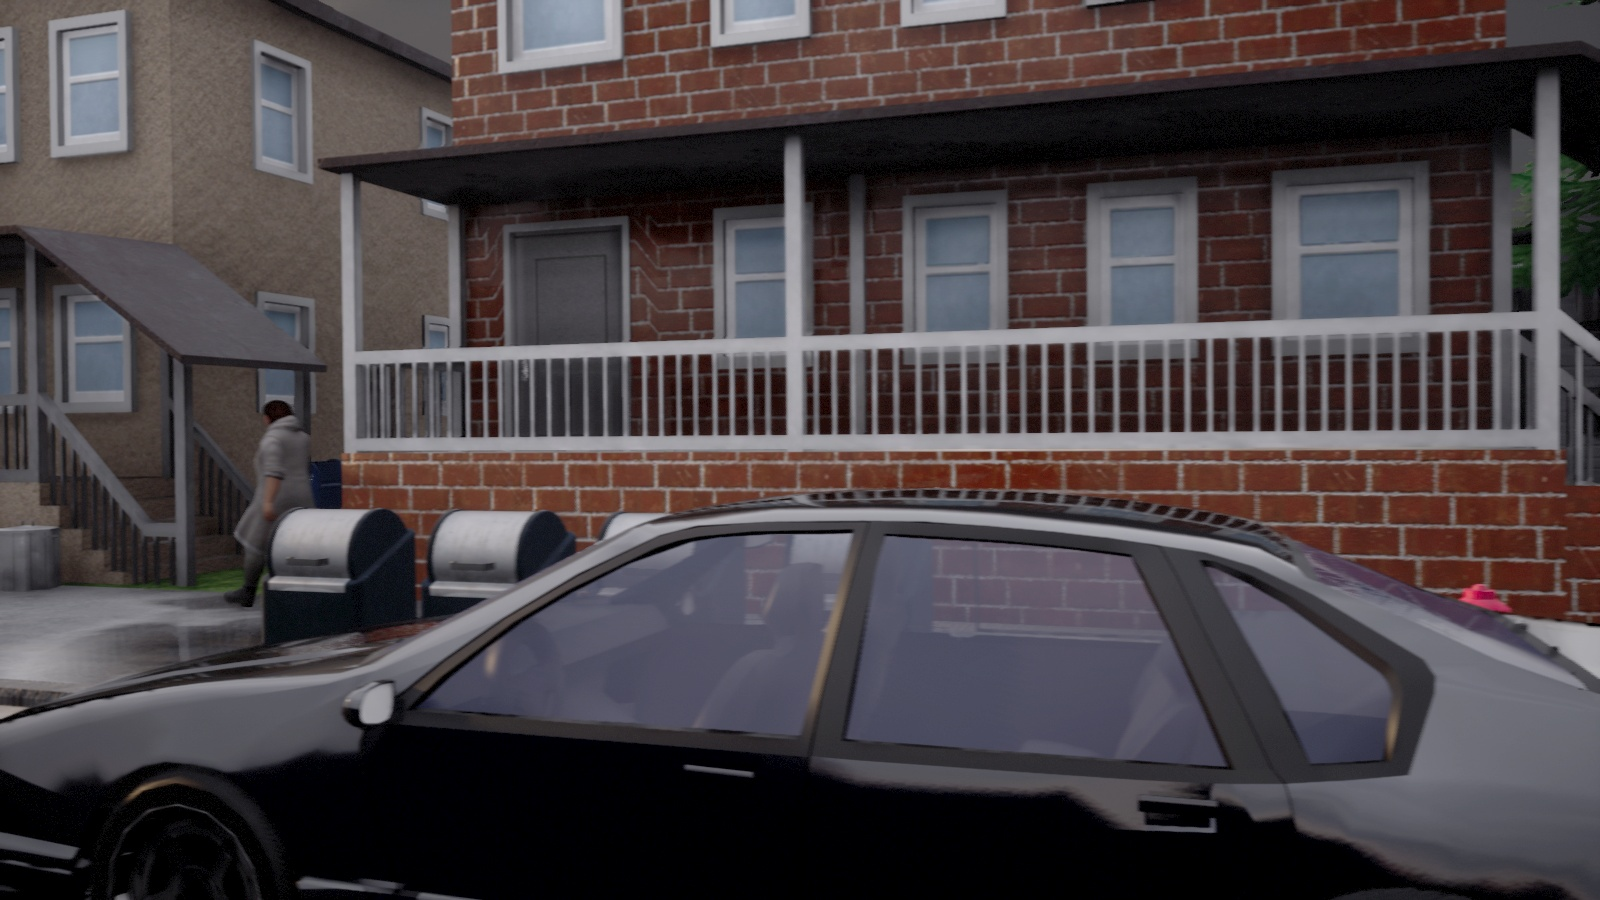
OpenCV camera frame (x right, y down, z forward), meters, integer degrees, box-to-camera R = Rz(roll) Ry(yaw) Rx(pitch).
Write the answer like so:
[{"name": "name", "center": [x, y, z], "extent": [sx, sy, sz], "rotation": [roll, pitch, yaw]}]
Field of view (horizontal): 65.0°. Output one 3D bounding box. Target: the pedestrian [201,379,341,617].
[{"name": "pedestrian", "center": [-4.506, 0.391, 10.726], "extent": [0.873, 1.952, 0.659], "rotation": [0, 1, 17]}]

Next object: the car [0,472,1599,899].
[{"name": "car", "center": [0.092, 0.825, 3.690], "extent": [5.357, 1.411, 2.033], "rotation": [0, 1, 19]}]

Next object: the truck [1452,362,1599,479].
[{"name": "truck", "center": [27.019, -0.975, 42.413], "extent": [8.468, 3.827, 2.891], "rotation": [0, 1, 18]}]
